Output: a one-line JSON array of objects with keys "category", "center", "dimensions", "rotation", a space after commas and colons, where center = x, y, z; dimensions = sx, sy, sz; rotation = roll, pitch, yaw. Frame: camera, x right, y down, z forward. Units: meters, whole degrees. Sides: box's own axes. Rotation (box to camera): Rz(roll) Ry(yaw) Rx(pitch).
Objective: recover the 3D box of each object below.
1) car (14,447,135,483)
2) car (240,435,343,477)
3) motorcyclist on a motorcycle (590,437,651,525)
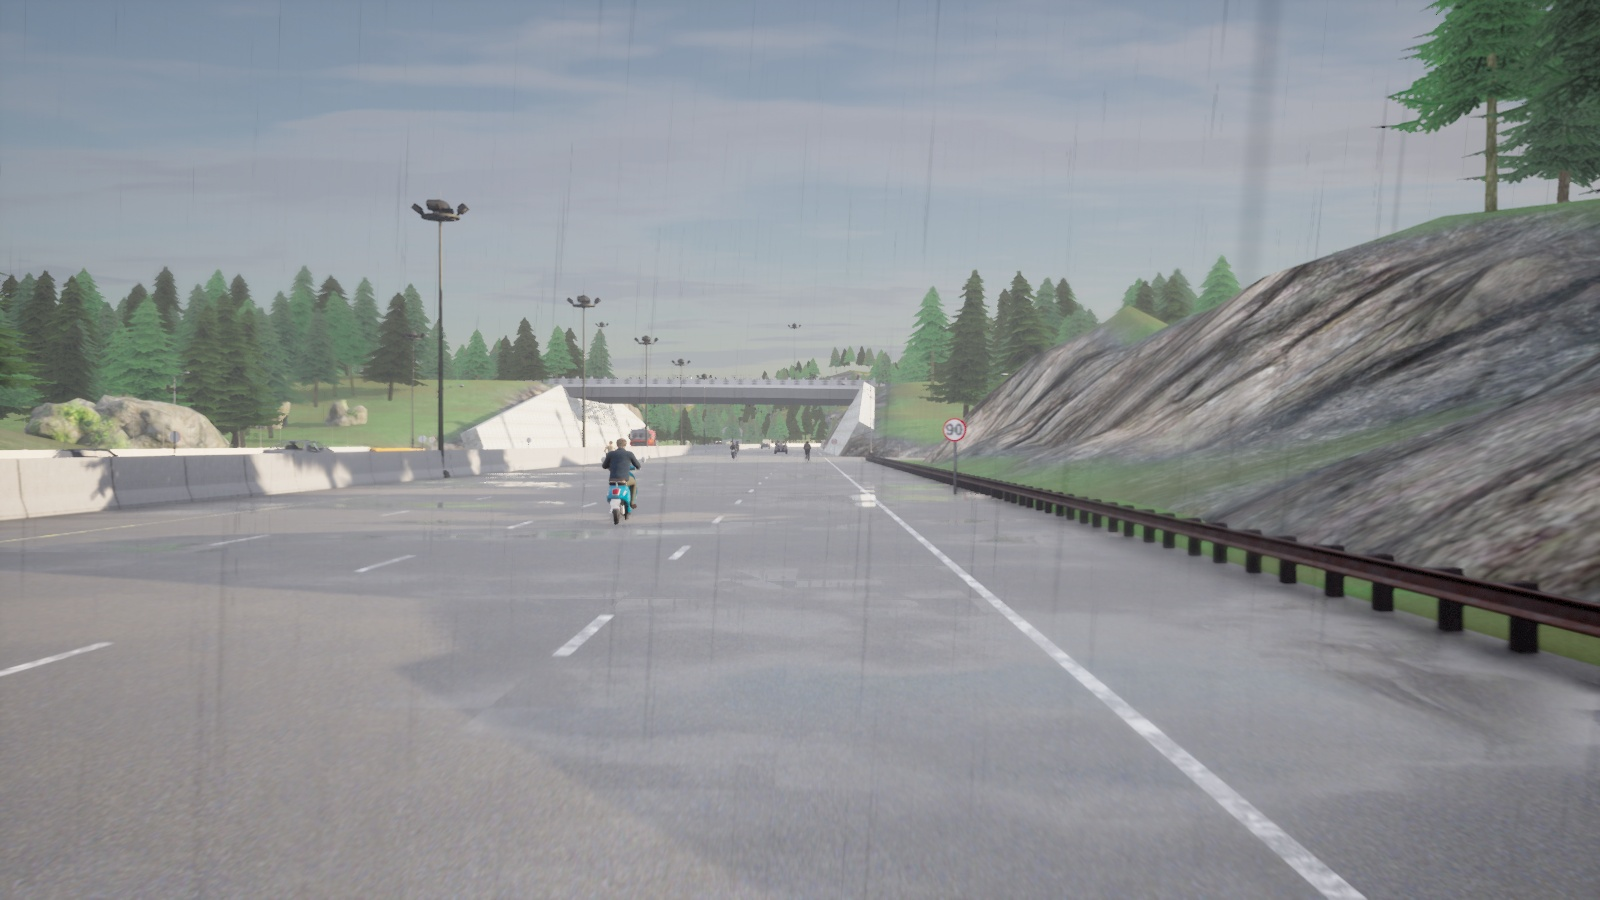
[{"category": "car", "center": [-27.711, 0.553, 48.152], "dimensions": [1.895, 1.301, 4.718], "rotation": [0, 0, 0]}, {"category": "car", "center": [-20.693, 0.219, 51.319], "dimensions": [2.152, 1.651, 5.027], "rotation": [0, 0, 0]}, {"category": "motorcyclist on a motorcycle", "center": [-3.350, 0.564, 23.613], "dimensions": [0.866, 1.590, 1.817], "rotation": [0, 0, 0]}]
